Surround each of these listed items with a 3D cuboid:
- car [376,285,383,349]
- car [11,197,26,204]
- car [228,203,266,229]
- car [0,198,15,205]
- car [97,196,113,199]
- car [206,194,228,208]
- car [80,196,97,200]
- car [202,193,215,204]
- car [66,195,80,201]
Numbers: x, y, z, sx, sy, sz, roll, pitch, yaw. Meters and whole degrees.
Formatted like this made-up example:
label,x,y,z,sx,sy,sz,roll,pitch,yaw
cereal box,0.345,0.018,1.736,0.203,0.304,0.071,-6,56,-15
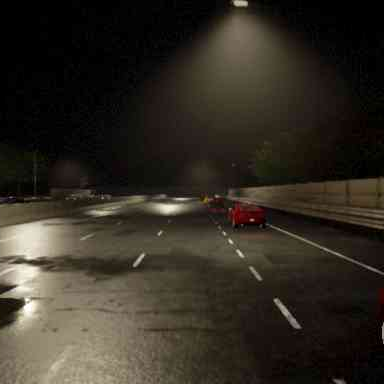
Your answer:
label,x,y,z,sx,sy,sz,roll,pitch,yaw
car,3.500,1.435,2.636,1.882,1.535,5.008,0,0,0
car,-28.017,1.539,52.479,1.812,1.442,4.674,0,0,1
car,3.505,1.478,21.877,1.882,1.535,5.008,0,0,0
car,-17.582,1.507,28.389,1.837,1.490,4.892,0,0,0
car,-17.481,1.502,69.062,2.128,1.511,4.902,0,0,0
car,3.512,1.503,48.251,2.128,1.511,4.902,0,0,0
car,-20.981,1.529,69.066,1.994,1.385,4.181,0,0,0
car,3.518,1.505,66.946,1.882,1.535,5.008,0,0,0
car,-24.481,1.332,69.100,2.097,1.767,4.553,0,0,0
